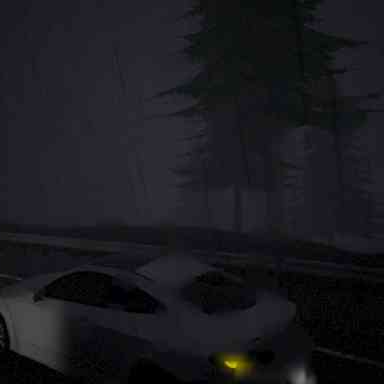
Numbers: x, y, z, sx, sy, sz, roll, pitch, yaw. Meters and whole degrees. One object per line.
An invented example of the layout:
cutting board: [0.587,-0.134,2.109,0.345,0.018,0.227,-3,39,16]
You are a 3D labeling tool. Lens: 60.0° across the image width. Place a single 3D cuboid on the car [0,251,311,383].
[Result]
car: [-0.896,1.545,4.406,4.674,1.442,1.812,-1,0,34]
